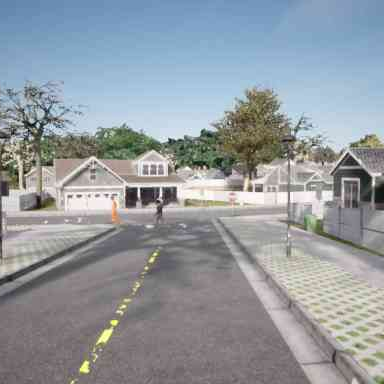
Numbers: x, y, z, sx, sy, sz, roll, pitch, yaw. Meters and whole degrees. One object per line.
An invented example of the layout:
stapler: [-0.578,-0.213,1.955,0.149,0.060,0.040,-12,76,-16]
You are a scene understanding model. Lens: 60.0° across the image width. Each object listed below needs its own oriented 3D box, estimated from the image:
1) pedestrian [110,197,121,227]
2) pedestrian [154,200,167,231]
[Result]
pedestrian: [-4.582,1.119,19.485,0.375,1.860,0.375,-3,3,0]
pedestrian: [-1.803,1.275,18.873,0.375,1.860,0.375,-3,3,0]
